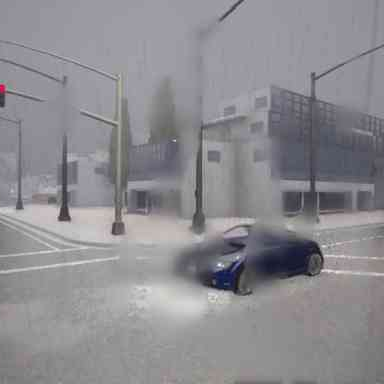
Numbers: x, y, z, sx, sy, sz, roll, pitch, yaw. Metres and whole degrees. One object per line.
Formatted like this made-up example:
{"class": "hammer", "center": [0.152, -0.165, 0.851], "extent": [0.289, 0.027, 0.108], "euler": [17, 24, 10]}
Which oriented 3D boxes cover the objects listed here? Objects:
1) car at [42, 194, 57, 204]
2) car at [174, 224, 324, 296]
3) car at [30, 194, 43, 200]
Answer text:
{"class": "car", "center": [-24.139, 1.441, 60.364], "extent": [2.128, 1.511, 4.902], "euler": [0, 0, 15]}
{"class": "car", "center": [1.597, 1.576, 8.721], "extent": [4.181, 1.385, 1.994], "euler": [0, 0, -37]}
{"class": "car", "center": [-37.024, 1.270, 83.010], "extent": [4.553, 1.767, 2.097], "euler": [0, 0, 2]}
